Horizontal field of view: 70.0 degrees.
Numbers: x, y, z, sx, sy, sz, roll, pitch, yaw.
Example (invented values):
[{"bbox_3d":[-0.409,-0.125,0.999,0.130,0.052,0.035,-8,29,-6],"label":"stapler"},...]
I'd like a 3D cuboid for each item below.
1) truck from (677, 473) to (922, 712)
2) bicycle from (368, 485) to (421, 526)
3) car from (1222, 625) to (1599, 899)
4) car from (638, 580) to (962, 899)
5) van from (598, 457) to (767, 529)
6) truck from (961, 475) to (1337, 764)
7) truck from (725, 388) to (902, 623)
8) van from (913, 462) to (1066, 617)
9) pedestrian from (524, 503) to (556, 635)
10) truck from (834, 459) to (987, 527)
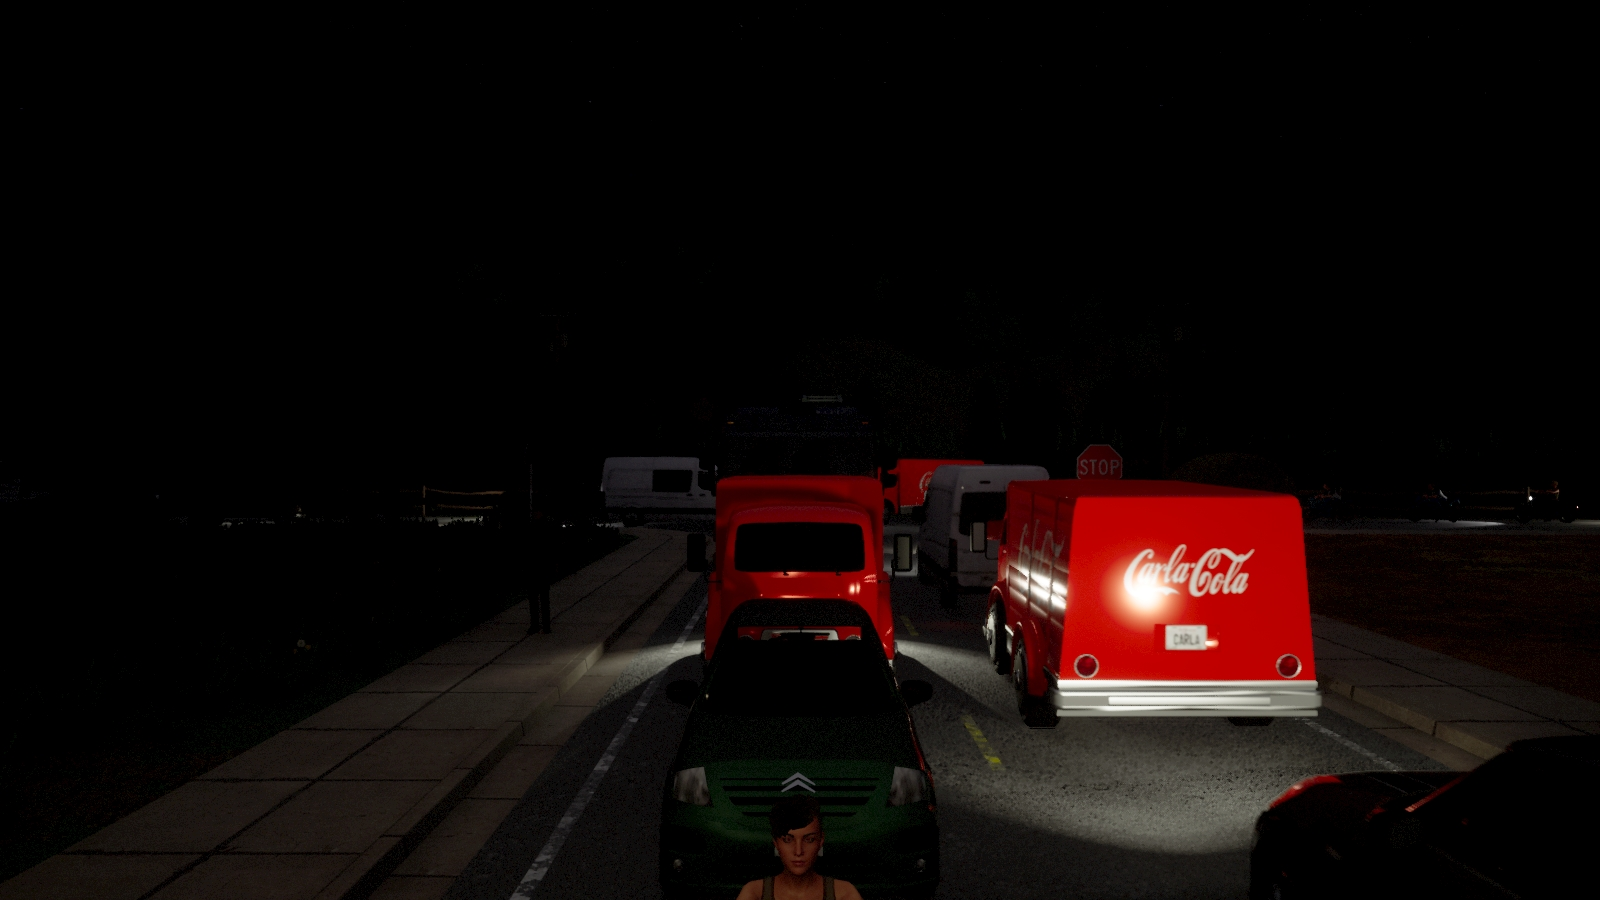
[{"bbox_3d":[-0.012,1.578,14.852,2.627,2.467,5.204,0,0,0],"label":"truck"},{"bbox_3d":[-14.976,2.051,42.191,1.835,1.471,0.329,0,0,3],"label":"bicycle"},{"bbox_3d":[3.531,1.909,4.437,2.097,1.767,4.553,0,0,0],"label":"car"},{"bbox_3d":[-0.002,2.006,8.512,1.851,1.617,3.988,0,0,0],"label":"car"},{"bbox_3d":[-4.218,1.529,41.681,5.915,2.561,1.988,0,0,3],"label":"van"},{"bbox_3d":[3.499,1.580,12.854,2.627,2.467,5.204,0,0,0],"label":"truck"},{"bbox_3d":[0.198,0.905,22.882,2.891,3.827,8.468,0,0,0],"label":"truck"},{"bbox_3d":[3.509,1.549,22.334,1.988,2.561,5.915,0,0,0],"label":"van"},{"bbox_3d":[-3.749,1.705,16.464,0.375,1.860,0.375,0,0,0],"label":"pedestrian"},{"bbox_3d":[4.170,1.574,43.513,5.204,2.467,2.627,0,-1,-17],"label":"truck"}]
